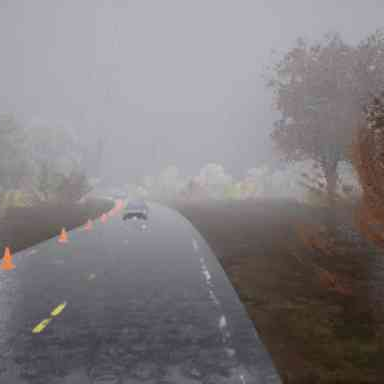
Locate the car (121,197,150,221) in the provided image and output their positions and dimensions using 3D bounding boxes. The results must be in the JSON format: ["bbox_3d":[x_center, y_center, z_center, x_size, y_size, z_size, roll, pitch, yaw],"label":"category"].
[{"bbox_3d":[-4.219,1.395,25.514,2.033,1.411,5.357,0,0,-6],"label":"car"}]

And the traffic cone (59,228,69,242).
[{"bbox_3d":[-5.622,1.868,14.566,0.340,0.580,0.340,0,0,-4],"label":"traffic cone"}]

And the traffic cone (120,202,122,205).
[{"bbox_3d":[-8.548,1.720,39.103,0.340,0.580,0.340,0,0,-10],"label":"traffic cone"}]

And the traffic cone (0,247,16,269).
[{"bbox_3d":[-5.342,1.898,9.630,0.340,0.580,0.340,0,0,-3],"label":"traffic cone"}]

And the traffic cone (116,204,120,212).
[{"bbox_3d":[-7.760,1.750,34.222,0.340,0.580,0.340,0,0,-9],"label":"traffic cone"}]

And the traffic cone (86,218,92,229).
[{"bbox_3d":[-6.004,1.838,19.496,0.340,0.580,0.340,0,0,-5],"label":"traffic cone"}]

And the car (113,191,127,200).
[{"bbox_3d":[-16.705,0.768,76.855,2.150,2.045,5.566,0,0,-27],"label":"car"}]
